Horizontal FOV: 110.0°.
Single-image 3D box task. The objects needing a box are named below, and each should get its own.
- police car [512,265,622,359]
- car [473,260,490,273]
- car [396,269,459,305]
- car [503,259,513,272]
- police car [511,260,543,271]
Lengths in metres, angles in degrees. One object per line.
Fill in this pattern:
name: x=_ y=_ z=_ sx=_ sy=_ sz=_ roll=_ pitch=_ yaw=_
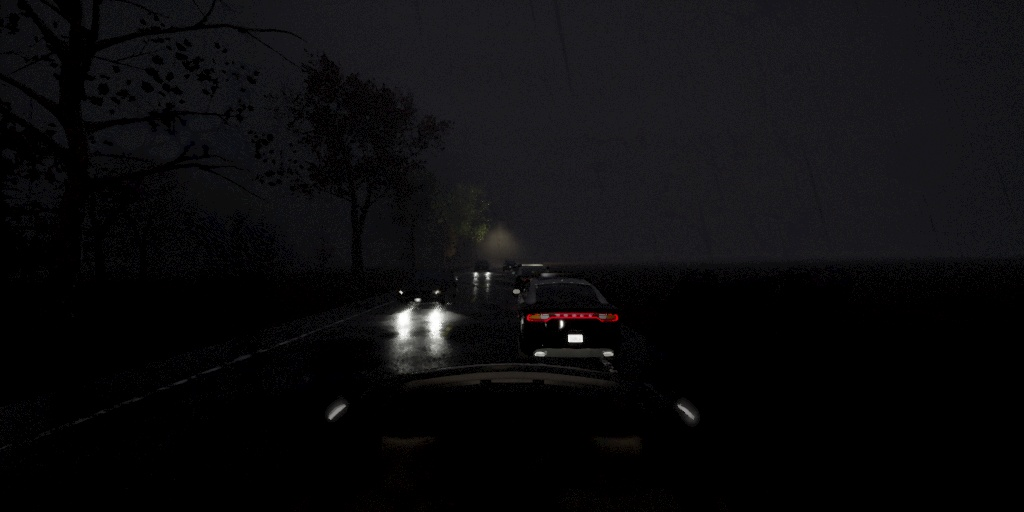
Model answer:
police car: x=1.059 y=1.176 z=8.582 sx=1.930 sy=1.638 sz=5.238 roll=0 pitch=0 yaw=0
car: x=-3.754 y=1.284 z=45.369 sx=1.837 sy=1.490 sz=4.892 roll=0 pitch=0 yaw=-1
car: x=-3.608 y=1.301 z=16.401 sx=2.033 sy=1.411 sz=5.357 roll=0 pitch=0 yaw=0
car: x=-0.237 y=1.345 z=47.185 sx=1.994 sy=1.385 sz=4.181 roll=0 pitch=0 yaw=0
police car: x=1.037 y=1.181 z=18.592 sx=1.930 sy=1.638 sz=5.238 roll=0 pitch=0 yaw=0
